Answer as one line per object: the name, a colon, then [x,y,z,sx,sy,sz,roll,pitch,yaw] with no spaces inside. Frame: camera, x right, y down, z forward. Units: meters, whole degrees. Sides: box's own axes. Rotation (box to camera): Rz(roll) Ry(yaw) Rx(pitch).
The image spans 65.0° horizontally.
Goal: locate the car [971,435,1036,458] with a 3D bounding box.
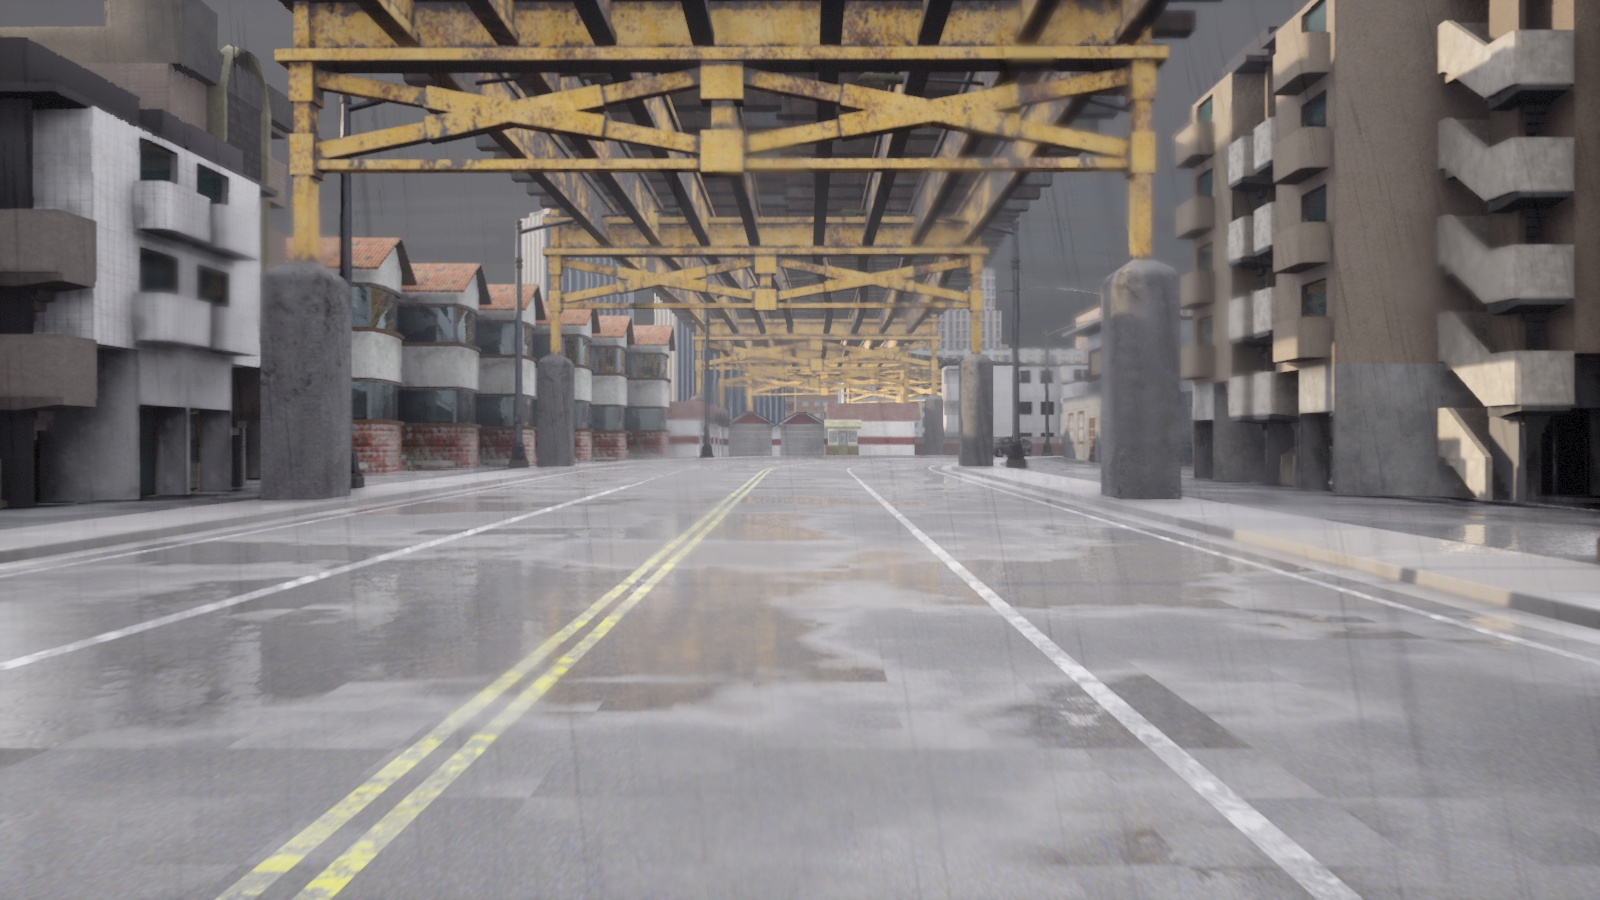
car: [14.425,-0.232,89.075,4.514,1.525,2.007,1,0,-38]
